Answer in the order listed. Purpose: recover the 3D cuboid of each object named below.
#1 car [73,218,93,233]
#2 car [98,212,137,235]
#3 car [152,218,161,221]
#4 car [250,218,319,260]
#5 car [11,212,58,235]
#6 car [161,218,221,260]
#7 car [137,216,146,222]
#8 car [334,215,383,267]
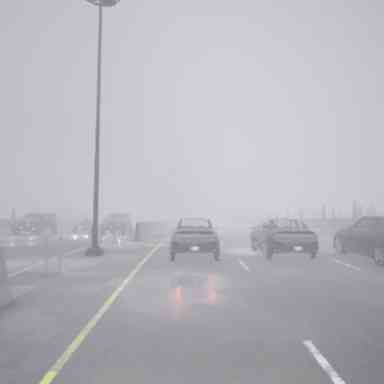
[{"bbox_3d":[-10.575,3.406,33.925,2.128,1.511,4.902,0,-5,0],"label":"car"},{"bbox_3d":[-7.080,2.958,31.810,2.150,2.045,5.566,0,-5,0],"label":"car"},{"bbox_3d":[-7.633,6.443,72.287,2.097,1.767,4.553,0,-5,-5],"label":"car"},{"bbox_3d":[3.604,1.832,13.717,2.128,1.511,4.902,0,-3,0],"label":"car"},{"bbox_3d":[-14.085,2.822,30.205,2.150,2.045,5.566,0,-4,0],"label":"car"},{"bbox_3d":[0.104,1.831,13.706,2.128,1.511,4.902,0,-3,0],"label":"car"},{"bbox_3d":[-11.675,6.432,75.983,2.150,2.045,5.566,1,-5,-8],"label":"car"},{"bbox_3d":[7.104,1.626,12.419,2.097,1.767,4.553,0,-3,0],"label":"car"}]
